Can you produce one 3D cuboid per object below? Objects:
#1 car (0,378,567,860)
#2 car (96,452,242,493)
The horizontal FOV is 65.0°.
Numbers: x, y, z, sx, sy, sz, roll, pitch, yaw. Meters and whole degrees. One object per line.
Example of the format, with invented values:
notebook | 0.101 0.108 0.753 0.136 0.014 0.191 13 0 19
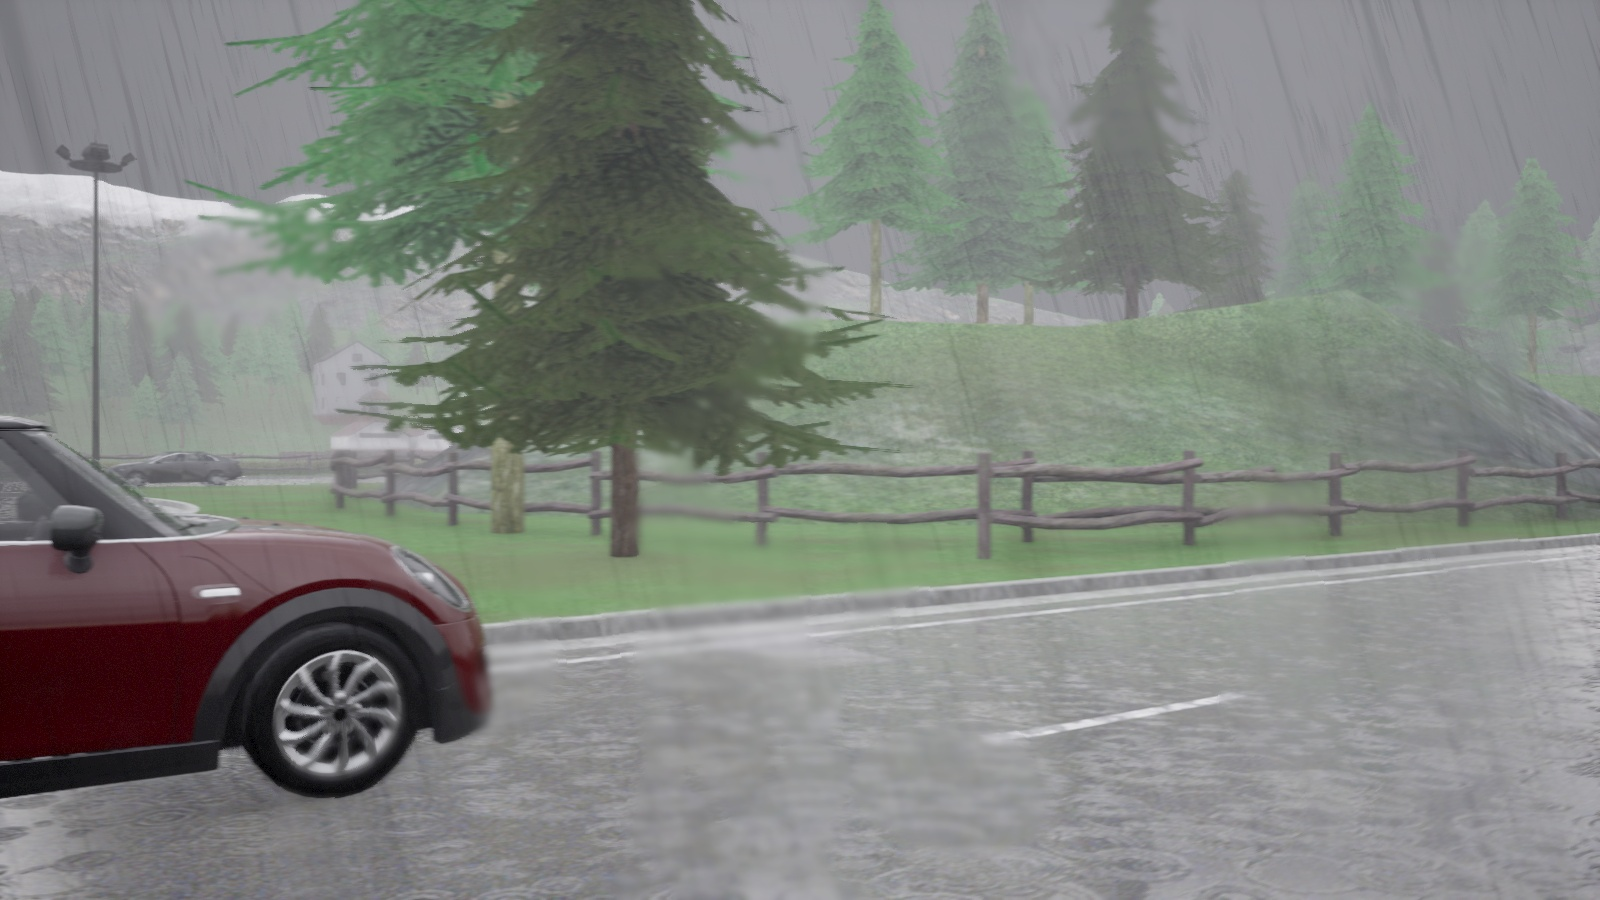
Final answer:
car | -3.563 0.624 5.443 4.553 1.767 2.097 0 0 -35
car | -24.976 0.858 49.767 4.902 1.511 2.128 0 0 -35
